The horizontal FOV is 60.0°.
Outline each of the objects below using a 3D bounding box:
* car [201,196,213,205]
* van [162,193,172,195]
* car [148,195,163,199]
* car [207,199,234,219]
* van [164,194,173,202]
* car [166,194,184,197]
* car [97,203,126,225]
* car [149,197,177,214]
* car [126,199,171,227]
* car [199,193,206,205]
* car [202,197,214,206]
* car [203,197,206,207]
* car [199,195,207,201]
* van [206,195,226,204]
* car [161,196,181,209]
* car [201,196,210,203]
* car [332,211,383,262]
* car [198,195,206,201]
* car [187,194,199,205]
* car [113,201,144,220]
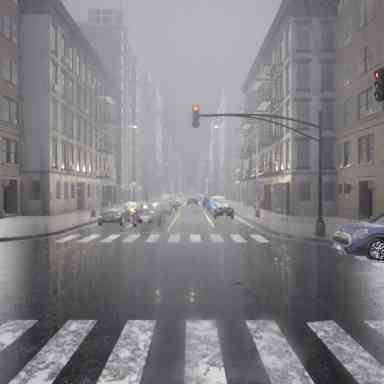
[{"bbox_3d":[2.652,1.543,61.348,2.008,1.369,4.403,0,0,0],"label":"car"},{"bbox_3d":[-5.425,1.332,66.753,1.690,1.788,3.998,0,0,0],"label":"van"},{"bbox_3d":[-5.407,1.433,45.129,1.967,1.590,4.097,0,0,0],"label":"car"},{"bbox_3d":[2.641,1.546,28.910,2.008,1.369,4.403,0,0,0],"label":"car"},{"bbox_3d":[-5.434,1.331,77.566,1.690,1.788,3.998,0,0,0],"label":"van"},{"bbox_3d":[-2.793,1.470,53.023,1.882,1.535,5.008,0,0,1],"label":"car"},{"bbox_3d":[-5.389,1.547,23.504,2.008,1.369,4.403,0,0,0],"label":"car"},{"bbox_3d":[-2.843,1.542,32.755,2.033,1.411,5.357,0,0,0],"label":"car"},{"bbox_3d":[-2.847,1.488,22.872,2.128,1.511,4.902,0,0,0],"label":"car"},{"bbox_3d":[2.649,1.308,50.535,2.192,1.841,5.009,0,0,0],"label":"car"},{"bbox_3d":[2.650,1.558,55.942,1.947,1.339,4.313,0,0,0],"label":"car"},{"bbox_3d":[2.645,1.576,39.723,1.802,1.307,4.206,0,0,0],"label":"car"},{"bbox_3d":[2.660,1.534,82.973,1.887,1.381,4.507,0,0,0],"label":"car"},{"bbox_3d":[2.643,1.336,34.317,1.690,1.788,3.998,0,0,0],"label":"van"},{"bbox_3d":[-2.832,1.558,42.769,1.994,1.385,4.181,0,0,1],"label":"car"},{"bbox_3d":[2.654,1.517,66.923,1.752,1.417,4.829,0,0,0],"label":"car"},{"bbox_3d":[7.476,1.398,11.852,4.553,1.767,2.097,0,0,0],"label":"car"},{"bbox_3d":[2.661,1.555,88.379,1.947,1.339,4.313,0,0,0],"label":"car"},{"bbox_3d":[0.103,1.497,57.073,1.837,1.490,4.892,0,0,0],"label":"car"},{"bbox_3d":[-5.393,1.521,28.740,1.752,1.417,4.829,0,0,0],"label":"car"}]
